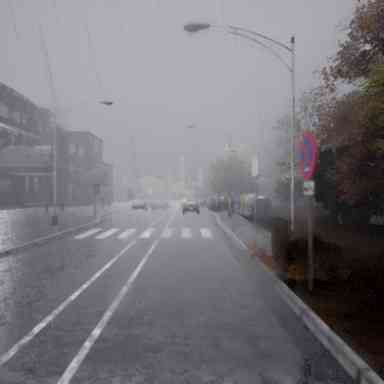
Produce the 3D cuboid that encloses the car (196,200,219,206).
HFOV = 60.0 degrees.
[{"bbox_3d":[3.628,2.580,78.285,4.892,1.521,2.231,1,-1,-23],"label":"car"}]

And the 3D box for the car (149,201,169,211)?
[{"bbox_3d":[-4.826,2.038,49.010,1.994,1.385,4.181,0,-1,-2],"label":"car"}]

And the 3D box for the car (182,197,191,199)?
[{"bbox_3d":[-1.491,2.477,73.393,1.882,1.535,5.008,0,-1,-2],"label":"car"}]

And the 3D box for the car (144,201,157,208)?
[{"bbox_3d":[-8.177,2.409,65.934,2.033,1.411,5.357,0,-1,-2],"label":"car"}]

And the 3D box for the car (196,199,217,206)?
[{"bbox_3d":[3.462,2.508,81.246,4.553,1.767,2.185,1,-1,-23],"label":"car"}]

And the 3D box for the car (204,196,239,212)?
[{"bbox_3d":[4.952,1.541,42.789,5.566,2.045,2.435,1,-2,-22],"label":"car"}]

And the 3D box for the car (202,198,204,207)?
[{"bbox_3d":[4.799,1.611,45.713,5.566,2.045,2.435,1,-1,-22],"label":"car"}]

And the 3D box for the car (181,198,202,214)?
[{"bbox_3d":[-0.147,1.732,38.280,1.812,1.442,4.674,0,-1,-2],"label":"car"}]

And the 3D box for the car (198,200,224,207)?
[{"bbox_3d":[3.985,2.432,69.400,4.792,1.488,2.163,1,-2,-22],"label":"car"}]

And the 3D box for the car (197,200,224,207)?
[{"bbox_3d":[4.025,2.463,72.418,5.366,1.575,1.946,1,-2,-22],"label":"car"}]

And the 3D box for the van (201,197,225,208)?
[{"bbox_3d":[4.172,2.117,66.482,4.442,1.987,1.878,1,-2,-22],"label":"van"}]

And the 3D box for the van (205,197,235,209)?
[{"bbox_3d":[4.604,1.852,54.649,4.442,1.987,1.878,1,-2,-22],"label":"van"}]

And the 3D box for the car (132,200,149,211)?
[{"bbox_3d":[-7.619,1.950,48.775,1.882,1.535,5.008,0,-2,-2],"label":"car"}]
